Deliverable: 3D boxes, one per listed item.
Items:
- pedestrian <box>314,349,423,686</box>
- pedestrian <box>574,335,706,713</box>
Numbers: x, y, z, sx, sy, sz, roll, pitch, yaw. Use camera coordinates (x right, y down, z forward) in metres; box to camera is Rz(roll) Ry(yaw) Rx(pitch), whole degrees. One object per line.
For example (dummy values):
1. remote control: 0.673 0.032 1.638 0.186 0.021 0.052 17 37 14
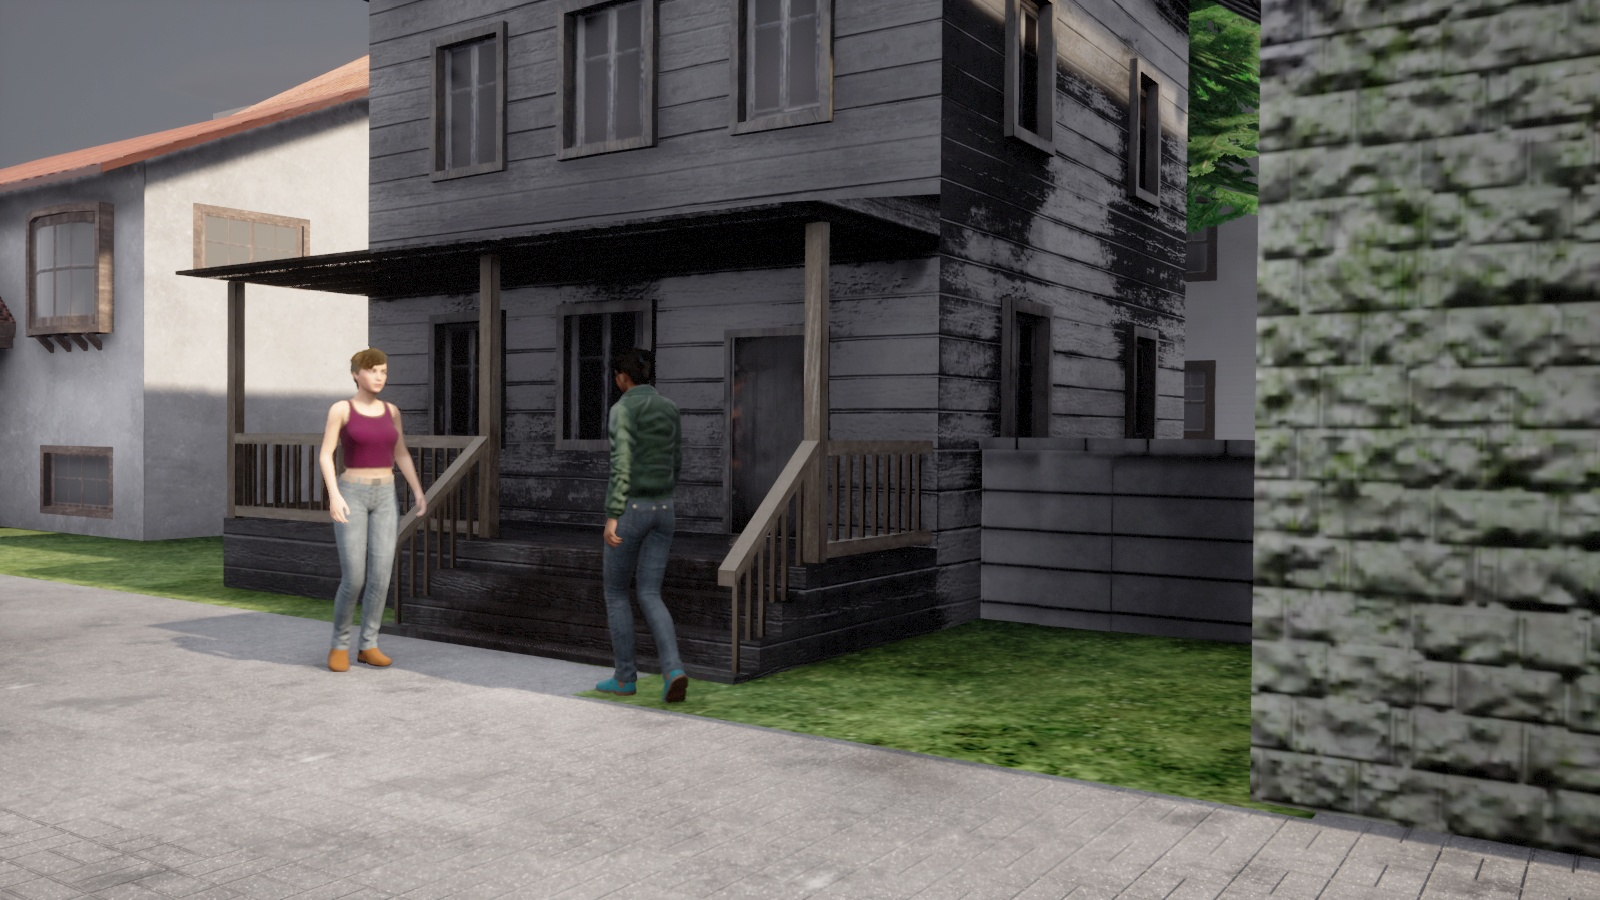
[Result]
1. pedestrian: -2.467 0.365 7.165 0.345 1.836 0.594 -1 1 -44
2. pedestrian: -0.829 0.360 6.479 0.614 1.847 0.353 0 1 44
